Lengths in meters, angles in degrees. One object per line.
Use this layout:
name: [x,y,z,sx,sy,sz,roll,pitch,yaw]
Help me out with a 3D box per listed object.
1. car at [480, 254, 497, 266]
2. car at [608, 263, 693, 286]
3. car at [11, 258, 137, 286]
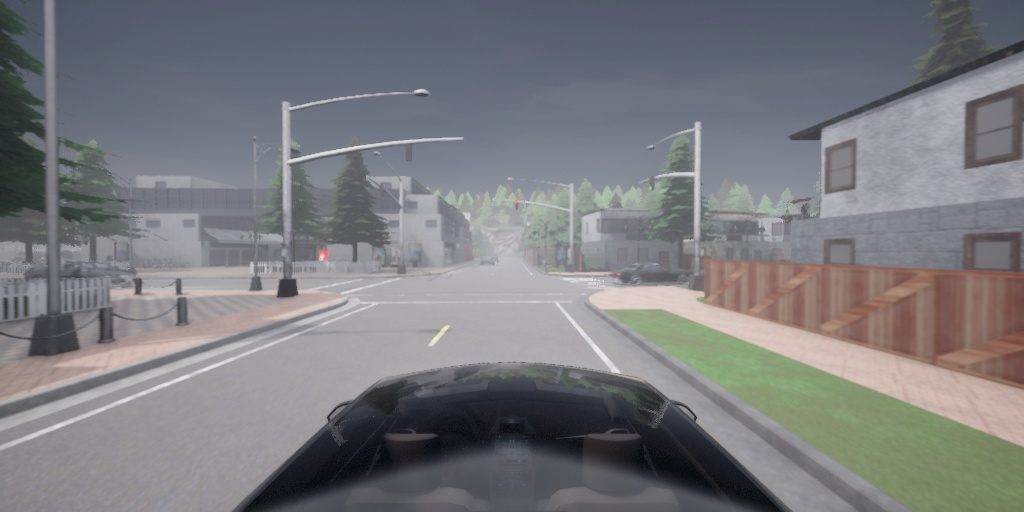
car: [-3.569,0.659,52.306,1.812,1.442,4.674,0,1,0]
car: [8.423,1.091,21.658,4.718,1.301,1.895,0,1,-5]
car: [-24.031,1.045,20.122,4.902,1.511,2.128,1,1,-2]
